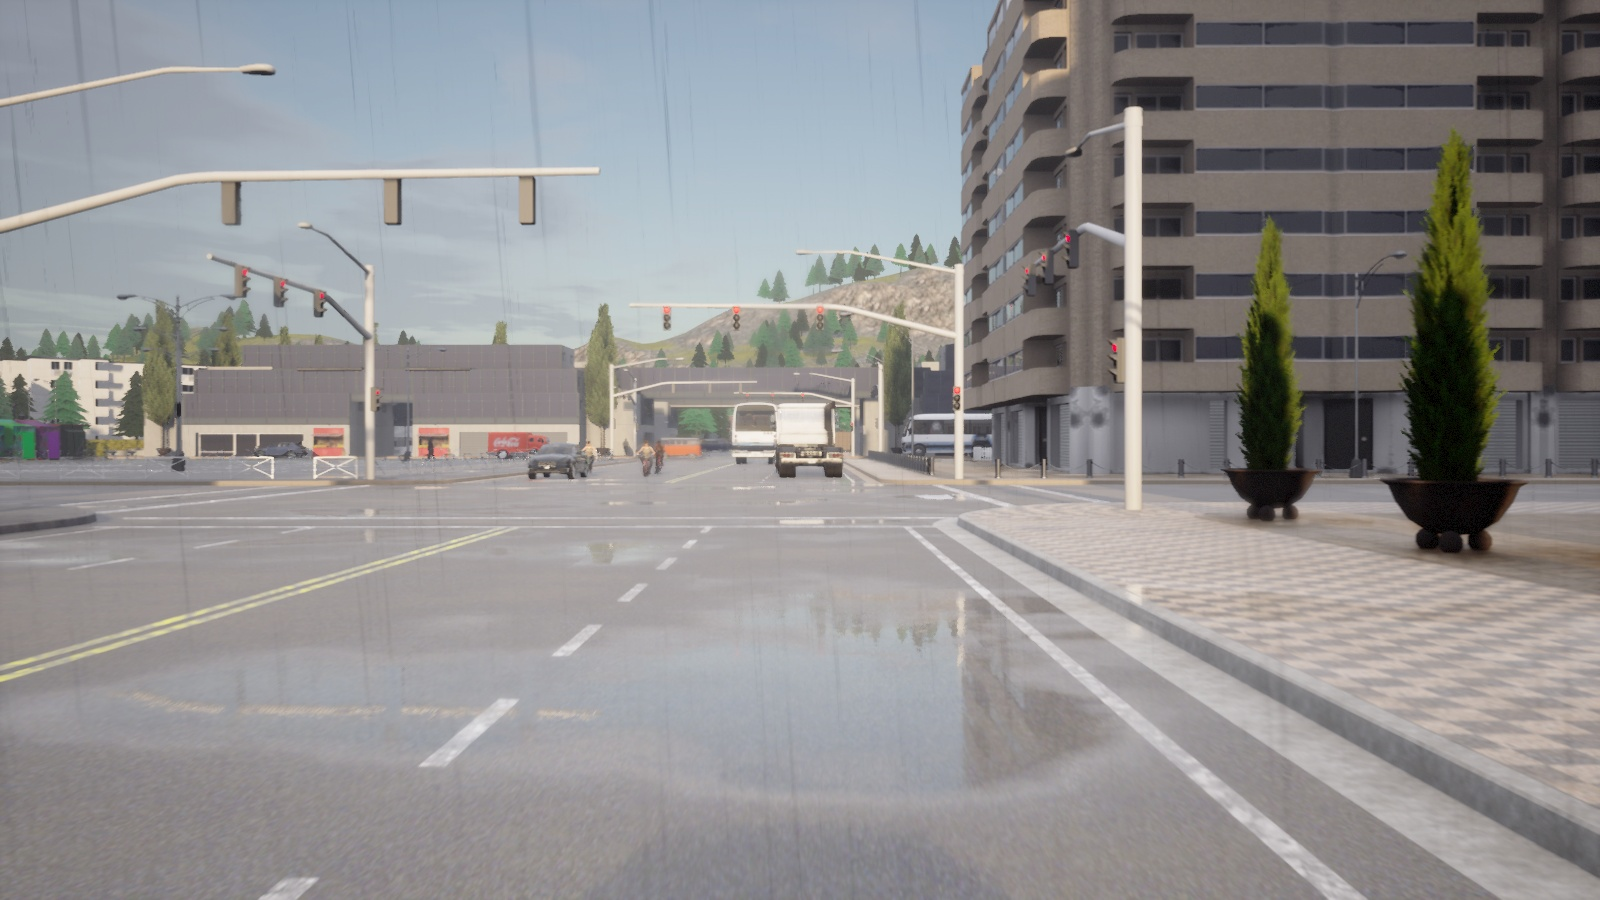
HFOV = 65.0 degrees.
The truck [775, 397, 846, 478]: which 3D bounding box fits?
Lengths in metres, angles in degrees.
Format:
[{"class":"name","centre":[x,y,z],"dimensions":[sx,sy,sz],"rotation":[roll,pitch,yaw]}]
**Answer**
[{"class":"truck","centre":[0.352,-0.558,57.223],"dimensions":[2.891,3.462,7.936],"rotation":[0,0,-2]}]

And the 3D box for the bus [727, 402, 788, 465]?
[{"class":"bus","centre":[-2.971,-1.144,90.839],"dimensions":[3.944,4.253,10.273],"rotation":[0,0,1]}]

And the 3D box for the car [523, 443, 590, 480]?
[{"class":"car","centre":[-10.184,0.446,52.890],"dimensions":[1.837,1.490,4.892],"rotation":[0,0,0]}]
